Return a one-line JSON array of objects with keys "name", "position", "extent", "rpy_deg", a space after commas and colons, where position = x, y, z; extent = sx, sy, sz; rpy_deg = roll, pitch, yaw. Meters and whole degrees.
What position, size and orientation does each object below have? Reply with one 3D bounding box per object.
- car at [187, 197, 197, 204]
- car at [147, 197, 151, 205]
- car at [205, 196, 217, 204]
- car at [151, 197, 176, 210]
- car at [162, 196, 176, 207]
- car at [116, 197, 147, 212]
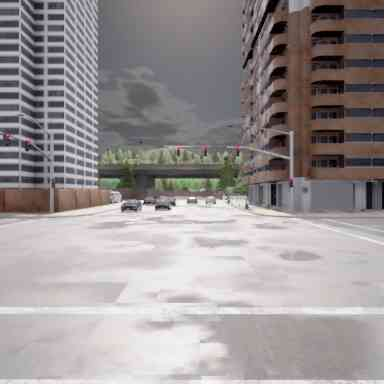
[{"name": "car", "position": [0.023, 1.564, 63.186], "extent": [1.994, 1.385, 4.181], "rpy_deg": [0, 0, 0]}, {"name": "car", "position": [-7.047, 1.547, 55.530], "extent": [2.033, 1.411, 5.357], "rpy_deg": [0, 0, 0]}, {"name": "car", "position": [3.523, 1.525, 63.187], "extent": [1.812, 1.442, 4.674], "rpy_deg": [0, 0, 0]}, {"name": "car", "position": [-3.583, 1.547, 42.327], "extent": [2.033, 1.411, 5.357], "rpy_deg": [0, 0, 0]}, {"name": "car", "position": [-3.559, 1.477, 52.822], "extent": [1.882, 1.535, 5.008], "rpy_deg": [0, 0, 0]}, {"name": "car", "position": [-7.085, 1.547, 39.458], "extent": [2.033, 1.411, 5.357], "rpy_deg": [0, 0, 0]}]
